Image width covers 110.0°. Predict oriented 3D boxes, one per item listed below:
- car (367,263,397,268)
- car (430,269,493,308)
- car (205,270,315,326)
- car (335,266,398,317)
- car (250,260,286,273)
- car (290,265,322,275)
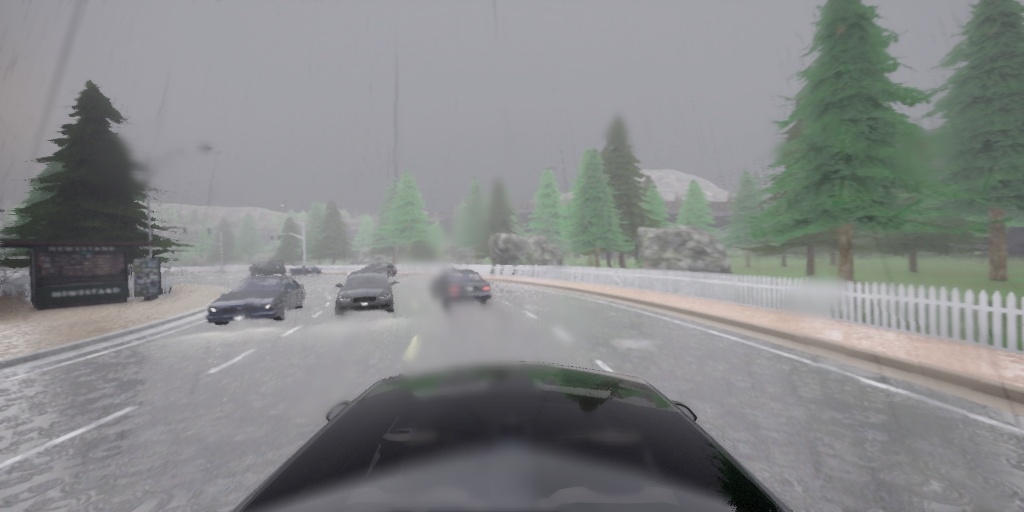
[{"bbox_3d":[-13.668,1.415,36.724,4.892,1.490,1.837,-1,1,39],"label":"car"},{"bbox_3d":[-2.317,1.277,15.298,2.033,1.411,5.357,-2,0,-20],"label":"car"},{"bbox_3d":[-8.948,1.471,13.119,2.033,1.411,5.357,-2,0,-19],"label":"car"},{"bbox_3d":[-5.556,1.336,13.945,1.837,1.490,4.892,-2,0,-19],"label":"car"},{"bbox_3d":[-30.039,1.530,44.180,5.566,2.045,2.150,-1,0,34],"label":"car"},{"bbox_3d":[-26.463,1.801,45.986,4.718,1.301,1.895,-1,0,34],"label":"car"}]
